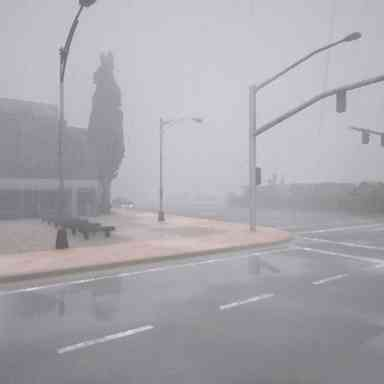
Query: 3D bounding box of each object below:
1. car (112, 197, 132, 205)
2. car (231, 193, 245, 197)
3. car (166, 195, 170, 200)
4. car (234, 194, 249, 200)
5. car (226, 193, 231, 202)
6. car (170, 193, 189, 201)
[{"bbox_3d":[-12.170,1.609,57.537,2.033,1.411,5.357,0,0,-33],"label":"car"},{"bbox_3d":[9.958,1.392,63.552,3.806,1.475,1.970,0,0,-34],"label":"car"},{"bbox_3d":[-4.227,1.150,84.639,4.605,1.855,1.932,0,0,-34],"label":"car"},{"bbox_3d":[13.341,1.392,89.731,3.806,1.475,1.970,0,0,-34],"label":"car"},{"bbox_3d":[8.348,1.153,65.959,3.866,1.878,1.905,0,0,-34],"label":"car"},{"bbox_3d":[-2.654,1.153,82.209,3.866,1.878,1.905,0,0,-34],"label":"car"}]
